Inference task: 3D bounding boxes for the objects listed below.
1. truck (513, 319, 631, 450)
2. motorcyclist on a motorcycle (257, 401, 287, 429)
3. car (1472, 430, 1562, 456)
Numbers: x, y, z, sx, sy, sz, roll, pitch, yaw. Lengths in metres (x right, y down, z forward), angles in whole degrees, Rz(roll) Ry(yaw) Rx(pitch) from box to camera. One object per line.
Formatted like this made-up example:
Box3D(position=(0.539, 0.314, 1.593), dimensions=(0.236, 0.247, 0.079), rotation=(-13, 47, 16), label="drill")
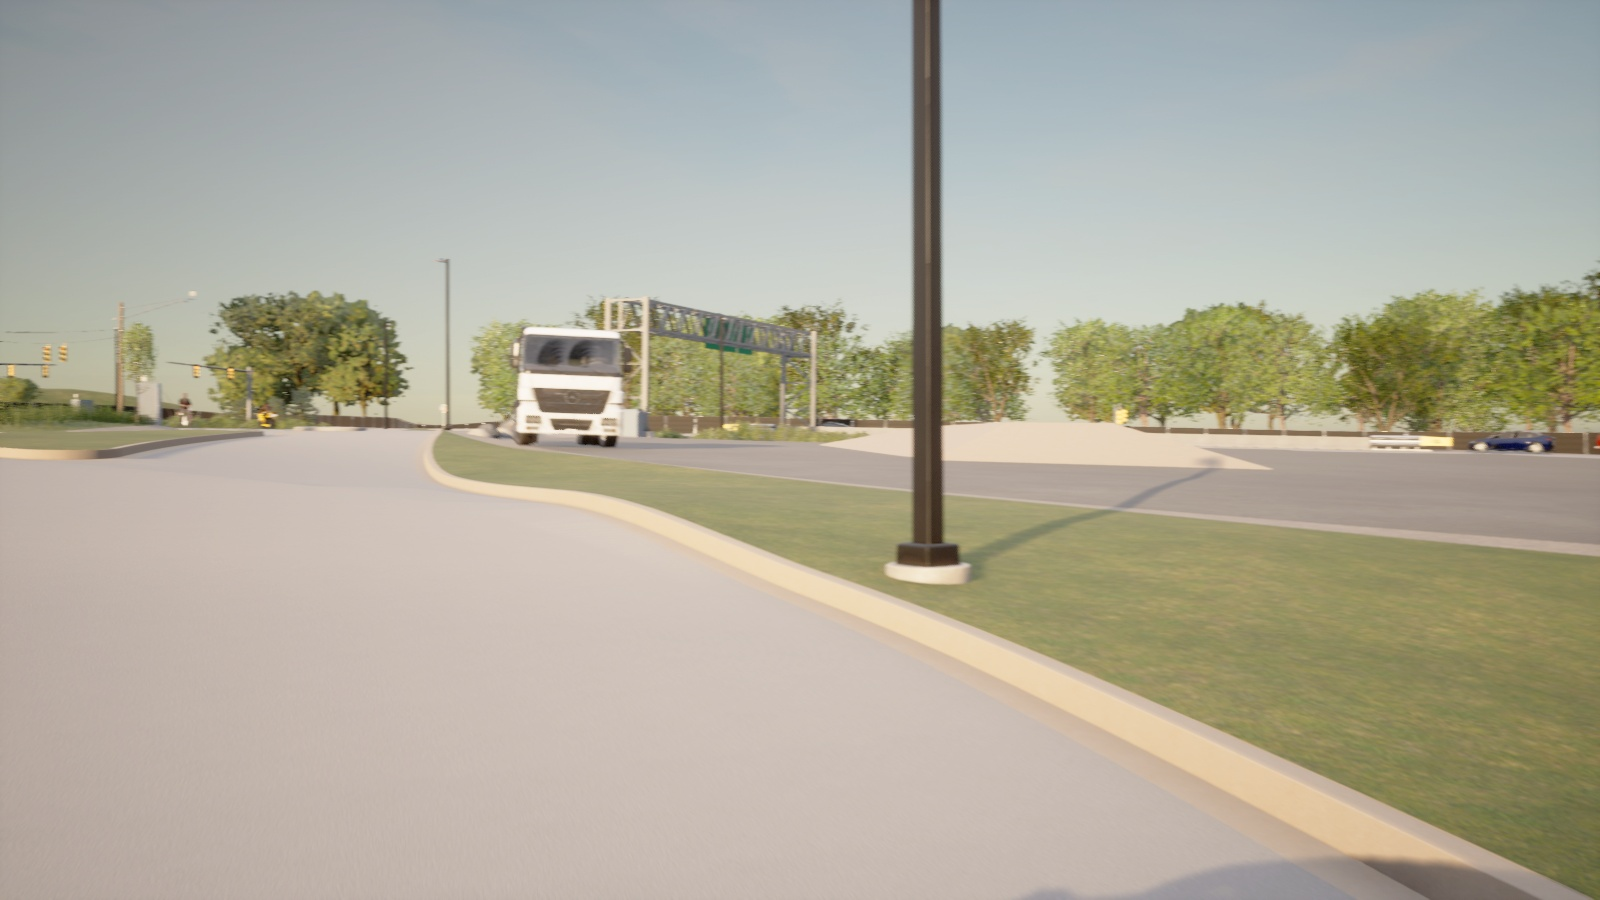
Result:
Box3D(position=(-7.103, -1.877, 38.209), dimensions=(2.891, 3.462, 7.936), rotation=(2, 1, -14), label="truck")
Box3D(position=(-29.763, -1.970, 70.762), dimensions=(2.044, 1.523, 0.797), rotation=(1, 2, 44), label="motorcyclist on a motorcycle")
Box3D(position=(45.021, -0.433, 78.893), dimensions=(4.792, 1.488, 2.163), rotation=(2, 1, 32), label="car")
